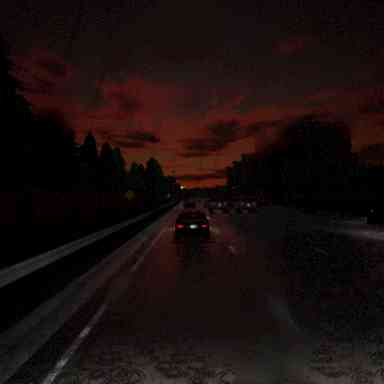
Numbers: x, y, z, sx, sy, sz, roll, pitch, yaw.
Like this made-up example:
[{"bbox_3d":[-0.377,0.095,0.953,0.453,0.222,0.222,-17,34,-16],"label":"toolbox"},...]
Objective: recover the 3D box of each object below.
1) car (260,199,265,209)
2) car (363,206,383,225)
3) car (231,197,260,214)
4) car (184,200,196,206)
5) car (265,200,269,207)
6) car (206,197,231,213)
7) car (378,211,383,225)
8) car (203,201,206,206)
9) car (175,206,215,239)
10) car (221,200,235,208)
[{"bbox_3d":[10.246,2.082,55.136,1.837,1.490,4.892,0,-1,-1],"label":"car"},{"bbox_3d":[13.973,1.692,23.388,1.882,1.535,5.008,0,-1,0],"label":"car"},{"bbox_3d":[6.851,1.675,42.945,2.150,2.045,5.566,0,-1,0],"label":"car"},{"bbox_3d":[-0.365,2.154,56.338,1.812,1.442,4.674,0,-1,-1],"label":"car"},{"bbox_3d":[13.632,2.157,65.085,1.882,1.535,5.008,0,-1,-1],"label":"car"},{"bbox_3d":[3.349,1.692,43.524,2.150,2.045,5.566,0,-1,0],"label":"car"},{"bbox_3d":[10.529,1.728,14.519,1.895,1.301,4.718,0,-1,0],"label":"car"},{"bbox_3d":[3.086,2.264,60.454,1.895,1.301,4.718,0,-1,-1],"label":"car"},{"bbox_3d":[0.009,1.756,18.626,2.033,1.411,5.357,0,-1,0],"label":"car"},{"bbox_3d":[6.577,2.223,61.215,1.994,1.385,4.181,0,-1,-1],"label":"car"}]
